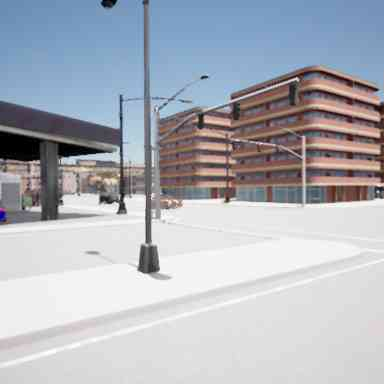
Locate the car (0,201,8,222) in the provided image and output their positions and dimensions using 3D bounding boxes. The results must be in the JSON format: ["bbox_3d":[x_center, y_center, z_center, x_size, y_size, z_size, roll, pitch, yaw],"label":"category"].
[{"bbox_3d":[-13.792,1.289,20.083,4.611,1.667,2.242,-1,1,-35],"label":"car"}]

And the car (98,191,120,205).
[{"bbox_3d":[-13.035,0.942,52.974,2.150,2.045,5.566,-1,1,-38],"label":"car"}]

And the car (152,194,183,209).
[{"bbox_3d":[-3.036,1.071,39.463,2.097,1.767,4.553,-1,1,-36],"label":"car"}]
